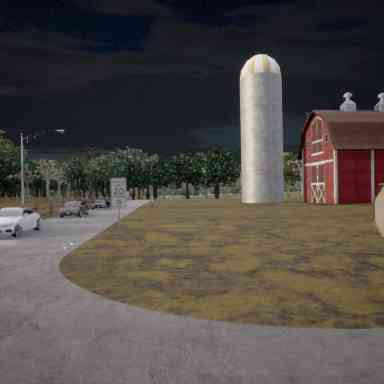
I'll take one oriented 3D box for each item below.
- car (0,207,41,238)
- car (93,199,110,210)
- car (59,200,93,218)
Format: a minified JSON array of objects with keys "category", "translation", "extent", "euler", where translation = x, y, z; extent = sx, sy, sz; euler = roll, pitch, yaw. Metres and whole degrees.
[{"category":"car","translation":[-9.755,1.574,18.123],"extent":[1.812,1.442,4.674],"euler":[-1,0,-5]},{"category":"car","translation":[-12.119,1.669,44.239],"extent":[1.994,1.385,4.181],"euler":[-1,0,-5]},{"category":"car","translation":[-10.945,1.561,31.061],"extent":[1.837,1.490,4.892],"euler":[-1,1,-6]}]
